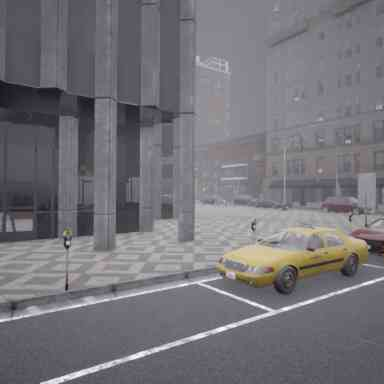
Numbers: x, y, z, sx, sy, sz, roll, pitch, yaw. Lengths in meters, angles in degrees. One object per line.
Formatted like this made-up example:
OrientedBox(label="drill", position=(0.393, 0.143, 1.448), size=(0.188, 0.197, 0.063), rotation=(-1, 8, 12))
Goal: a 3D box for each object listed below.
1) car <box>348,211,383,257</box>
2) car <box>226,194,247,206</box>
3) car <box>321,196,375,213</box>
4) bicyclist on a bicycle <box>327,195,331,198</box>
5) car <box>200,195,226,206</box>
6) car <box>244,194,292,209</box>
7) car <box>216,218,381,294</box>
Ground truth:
OrientedBox(label="car", position=(7.535, 1.547, 12.148), size=(4.507, 1.381, 1.887), rotation=(0, 1, -36))
OrientedBox(label="car", position=(7.459, 1.078, 46.832), size=(2.097, 1.767, 4.553), rotation=(1, 0, -35))
OrientedBox(label="car", position=(14.576, 1.197, 31.210), size=(2.097, 1.767, 4.553), rotation=(1, 0, -35))
OrientedBox(label="bicyclist on a bicycle", position=(16.332, 1.158, 39.536), size=(1.656, 1.620, 0.582), rotation=(0, 0, -35))
OrientedBox(label="car", position=(3.094, 1.155, 47.478), size=(2.128, 1.511, 4.902), rotation=(1, 0, -35))
OrientedBox(label="car", position=(9.055, 1.306, 39.020), size=(2.033, 1.411, 5.357), rotation=(1, 0, -36))
OrientedBox(label="car", position=(2.821, 1.526, 8.777), size=(4.829, 1.417, 1.752), rotation=(0, 1, -36))
